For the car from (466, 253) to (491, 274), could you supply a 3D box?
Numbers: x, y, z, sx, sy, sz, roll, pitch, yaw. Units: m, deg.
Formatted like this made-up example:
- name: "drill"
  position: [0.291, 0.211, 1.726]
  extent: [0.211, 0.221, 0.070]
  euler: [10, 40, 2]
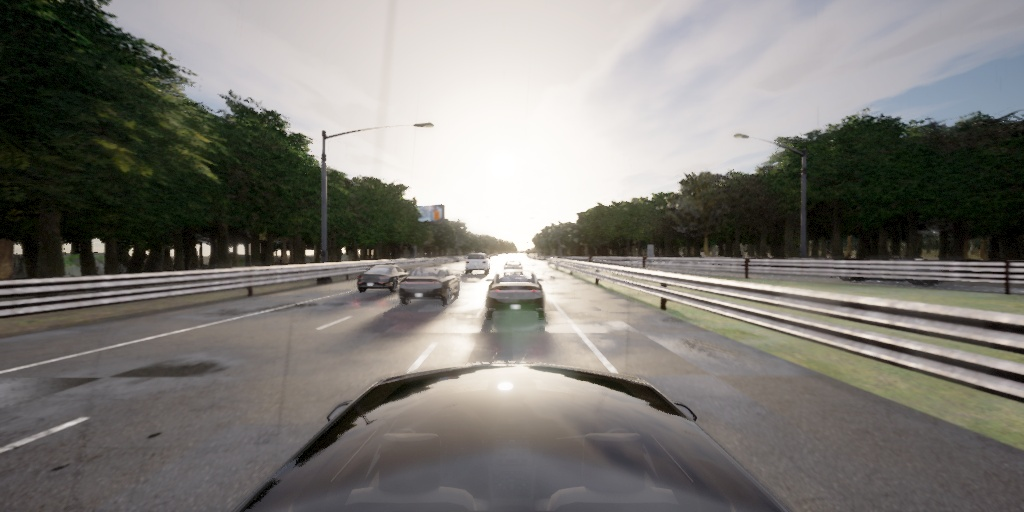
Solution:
- name: "car"
  position: [-3.382, 0.749, 36.114]
  extent: [2.150, 2.045, 5.566]
  euler: [0, 0, 0]

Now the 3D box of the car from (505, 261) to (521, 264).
- name: "car"
  position: [0.118, 1.134, 35.326]
  extent: [1.895, 1.301, 4.718]
  euler: [0, 0, 0]

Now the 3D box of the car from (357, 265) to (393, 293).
- name: "car"
  position: [-6.890, 1.192, 19.739]
  extent: [1.812, 1.442, 4.674]
  euler: [0, 1, 0]

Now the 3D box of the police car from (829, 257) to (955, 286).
- name: "police car"
  position: [21.728, 0.849, 20.817]
  extent: [2.038, 1.542, 4.974]
  euler: [1, 0, -24]

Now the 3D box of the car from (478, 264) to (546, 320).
- name: "car"
  position: [0.106, 1.212, 12.562]
  extent: [2.128, 1.511, 4.902]
  euler: [0, 0, 0]

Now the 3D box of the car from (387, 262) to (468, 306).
- name: "car"
  position: [-3.393, 1.192, 15.488]
  extent: [2.128, 1.511, 4.902]
  euler: [0, 0, 0]
